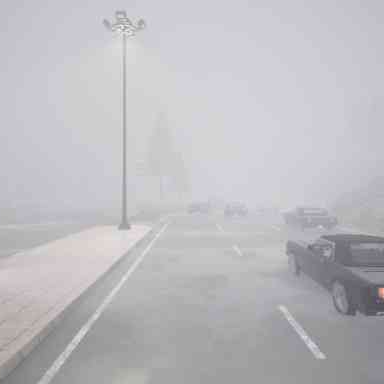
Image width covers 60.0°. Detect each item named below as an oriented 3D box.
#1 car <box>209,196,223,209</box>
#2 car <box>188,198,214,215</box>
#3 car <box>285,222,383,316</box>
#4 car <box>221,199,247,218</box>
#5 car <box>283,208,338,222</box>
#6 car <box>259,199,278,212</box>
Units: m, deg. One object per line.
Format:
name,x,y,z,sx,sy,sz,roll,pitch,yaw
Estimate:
car,3.269,1.352,44.299,2.097,1.767,4.553,0,0,16
car,0.853,1.601,34.288,1.895,1.301,4.718,0,0,8
car,3.600,1.601,7.429,1.895,1.301,4.718,0,0,0
car,3.901,1.601,30.357,1.895,1.301,4.718,0,0,4
car,7.106,1.601,20.558,1.895,1.301,4.718,0,0,0
car,8.932,1.526,38.640,1.812,1.442,4.674,0,0,14
